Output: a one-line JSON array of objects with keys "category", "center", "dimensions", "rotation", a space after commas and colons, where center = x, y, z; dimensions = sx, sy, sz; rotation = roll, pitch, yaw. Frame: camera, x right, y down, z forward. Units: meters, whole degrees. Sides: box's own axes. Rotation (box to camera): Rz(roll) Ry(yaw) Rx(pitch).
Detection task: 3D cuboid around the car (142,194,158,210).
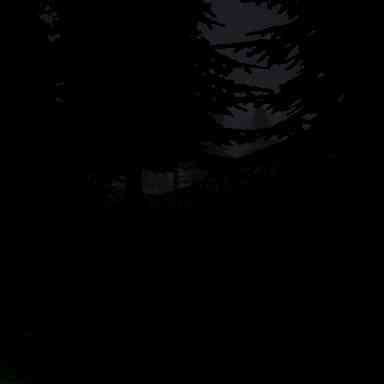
[{"category": "car", "center": [-6.433, 1.228, 39.231], "dimensions": [2.150, 2.045, 5.566], "rotation": [0, 0, 37]}]
